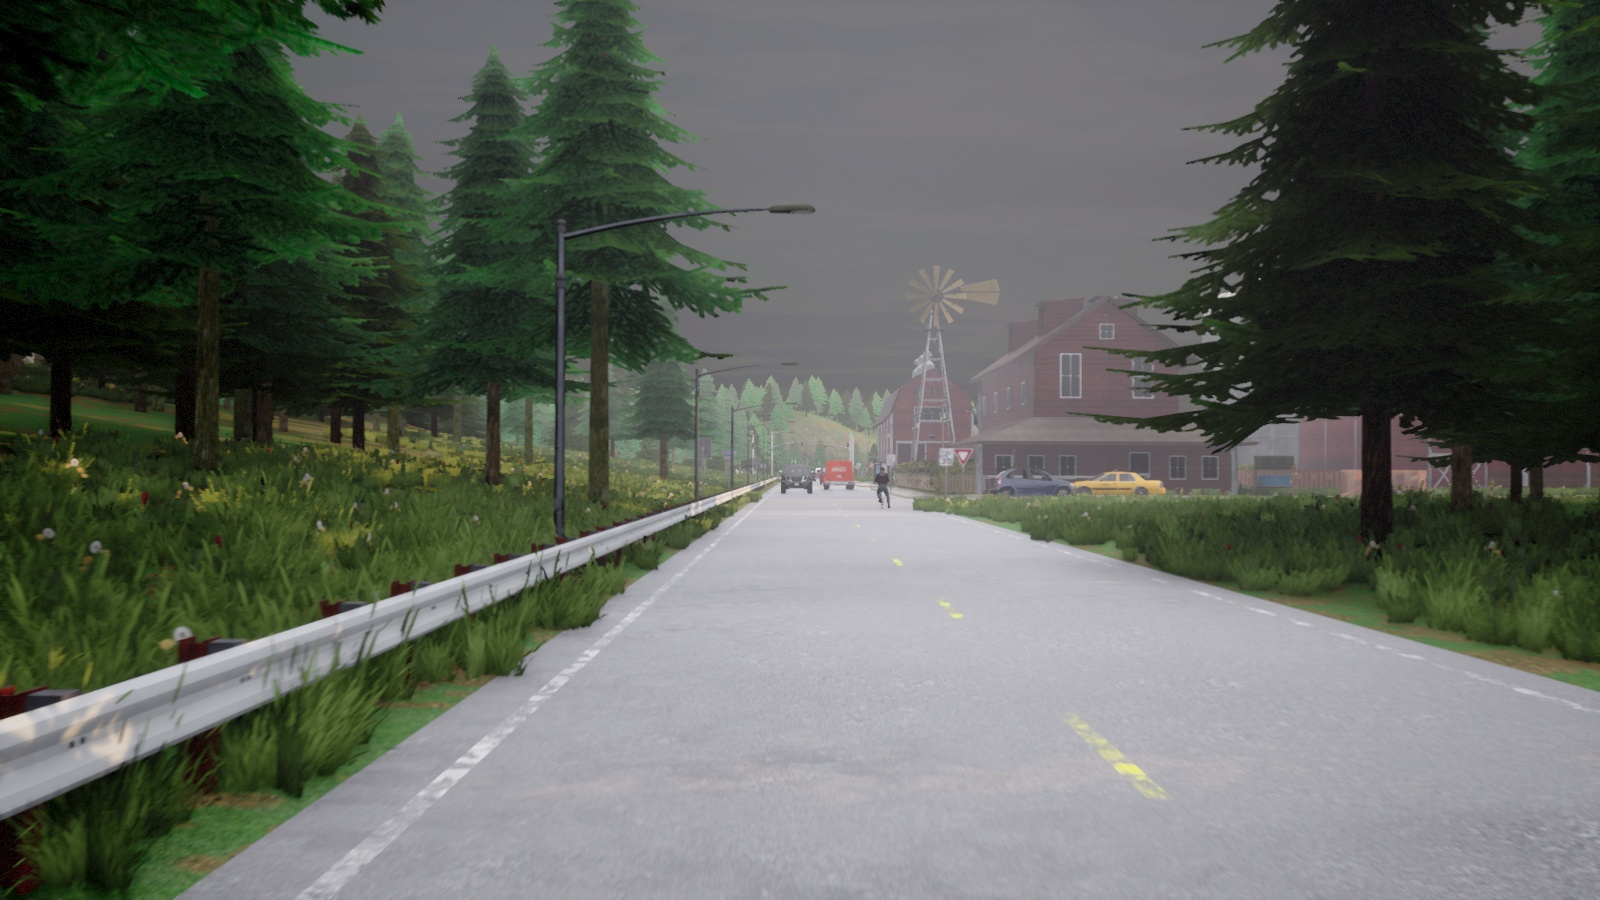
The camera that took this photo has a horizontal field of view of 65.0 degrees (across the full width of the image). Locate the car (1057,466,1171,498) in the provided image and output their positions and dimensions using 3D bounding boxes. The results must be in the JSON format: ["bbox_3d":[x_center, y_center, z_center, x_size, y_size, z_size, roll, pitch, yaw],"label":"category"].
[{"bbox_3d":[16.059,1.627,64.441,5.366,1.575,1.801,0,-1,0],"label":"car"}]

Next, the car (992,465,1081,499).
[{"bbox_3d":[11.435,1.546,60.933,3.988,1.617,1.851,0,-1,2],"label":"car"}]

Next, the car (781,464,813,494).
[{"bbox_3d":[-0.212,1.989,86.924,2.150,2.045,5.566,0,-1,0],"label":"car"}]
